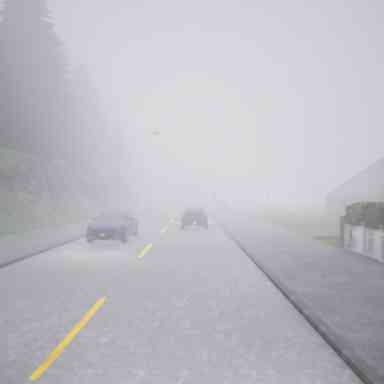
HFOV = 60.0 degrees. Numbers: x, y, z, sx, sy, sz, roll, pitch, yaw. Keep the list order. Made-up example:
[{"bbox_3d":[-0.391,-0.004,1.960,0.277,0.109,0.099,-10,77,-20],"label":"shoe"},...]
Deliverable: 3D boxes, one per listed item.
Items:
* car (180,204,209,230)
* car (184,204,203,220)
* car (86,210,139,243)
[{"bbox_3d":[0.178,1.817,23.958,1.837,1.490,4.892,0,-1,0],"label":"car"},{"bbox_3d":[0.191,1.968,34.087,1.812,1.442,4.674,0,-1,1],"label":"car"},{"bbox_3d":[-4.034,1.705,17.534,1.882,1.535,5.008,0,-1,0],"label":"car"}]
